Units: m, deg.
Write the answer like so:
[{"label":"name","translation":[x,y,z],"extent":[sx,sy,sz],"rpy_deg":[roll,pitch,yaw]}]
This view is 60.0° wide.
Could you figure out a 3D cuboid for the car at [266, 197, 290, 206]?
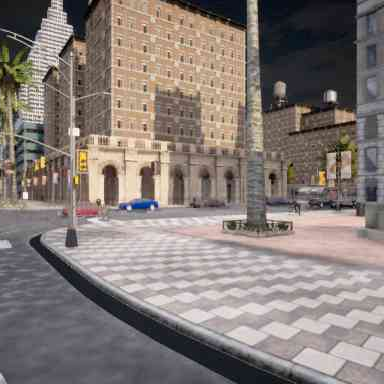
[{"label":"car","translation":[13.552,1.546,54.023],"extent":[5.357,1.411,2.033],"rpy_deg":[0,0,-33]}]

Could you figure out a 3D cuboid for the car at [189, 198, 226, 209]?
[{"label":"car","translation":[2.241,1.547,46.635],"extent":[5.357,1.411,2.033],"rpy_deg":[0,0,-33]}]

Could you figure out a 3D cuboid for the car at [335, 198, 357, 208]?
[{"label":"car","translation":[22.875,1.564,47.385],"extent":[4.181,1.385,1.994],"rpy_deg":[0,0,-34]}]

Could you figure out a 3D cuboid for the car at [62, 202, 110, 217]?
[{"label":"car","translation":[-9.729,1.564,30.532],"extent":[4.181,1.385,1.994],"rpy_deg":[0,0,-29]}]

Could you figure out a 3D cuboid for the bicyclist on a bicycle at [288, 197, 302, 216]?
[{"label":"bicyclist on a bicycle","translation":[9.170,1.301,29.683],"extent":[0.582,1.620,1.656],"rpy_deg":[0,0,-33]}]

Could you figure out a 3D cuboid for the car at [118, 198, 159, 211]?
[{"label":"car","translation":[-6.546,1.478,40.901],"extent":[5.008,1.535,1.882],"rpy_deg":[0,0,-33]}]

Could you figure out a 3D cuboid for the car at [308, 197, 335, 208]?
[{"label":"car","translation":[19.304,1.505,49.313],"extent":[4.892,1.490,1.837],"rpy_deg":[0,0,-34]}]
